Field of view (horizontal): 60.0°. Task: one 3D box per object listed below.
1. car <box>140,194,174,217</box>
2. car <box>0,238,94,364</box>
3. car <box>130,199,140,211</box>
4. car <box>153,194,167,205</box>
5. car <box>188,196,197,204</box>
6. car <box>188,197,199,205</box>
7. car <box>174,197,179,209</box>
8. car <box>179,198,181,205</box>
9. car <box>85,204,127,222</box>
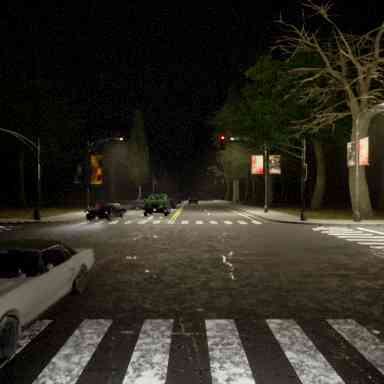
[{"bbox_3d":[-3.285,1.241,32.113,2.150,2.045,5.566,0,0,0],"label":"car"},{"bbox_3d":[-3.335,1.597,5.942,1.895,1.301,4.718,0,0,0],"label":"car"},{"bbox_3d":[-6.515,1.595,42.239,2.033,1.411,5.357,0,0,0],"label":"car"},{"bbox_3d":[-6.374,1.438,66.088,2.150,2.045,5.566,0,-1,0],"label":"car"},{"bbox_3d":[0.197,1.740,72.625,1.882,1.535,5.008,0,0,0],"label":"car"},{"bbox_3d":[0.228,1.673,62.258,2.128,1.511,4.902,0,0,0],"label":"car"},{"bbox_3d":[-3.256,1.626,45.170,1.994,1.385,4.181,0,0,0],"label":"car"},{"bbox_3d":[-3.133,1.733,65.498,1.812,1.442,4.674,0,-1,1],"label":"car"},{"bbox_3d":[-6.824,1.613,26.767,1.895,1.301,4.718,0,0,6],"label":"car"}]
